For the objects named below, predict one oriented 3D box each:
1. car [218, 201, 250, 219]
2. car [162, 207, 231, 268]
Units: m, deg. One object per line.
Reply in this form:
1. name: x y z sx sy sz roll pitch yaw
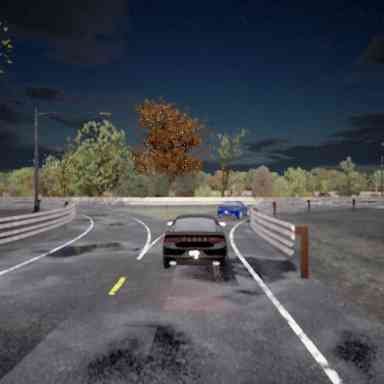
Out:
1. car: 3.762 1.514 29.578 1.882 1.535 5.008 0 -1 22
2. car: 0.135 1.492 11.395 1.882 1.535 5.008 0 0 2
